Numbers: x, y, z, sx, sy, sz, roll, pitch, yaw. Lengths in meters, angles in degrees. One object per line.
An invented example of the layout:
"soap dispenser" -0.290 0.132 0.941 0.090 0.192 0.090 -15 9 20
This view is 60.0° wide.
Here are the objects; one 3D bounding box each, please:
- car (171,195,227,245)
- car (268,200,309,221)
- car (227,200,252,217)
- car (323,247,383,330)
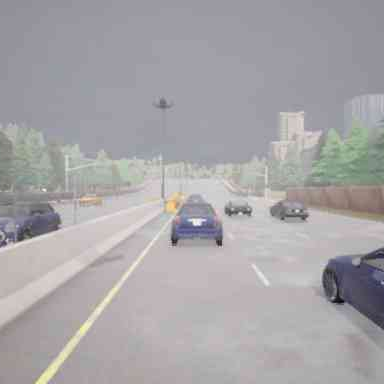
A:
"car" 0.207 1.218 15.034 2.097 1.767 4.553 0 0 0
"car" 7.285 1.349 25.439 2.033 1.411 5.357 0 0 0
"car" 3.806 1.364 28.189 1.895 1.301 4.718 0 0 0
"car" 3.632 1.494 5.027 1.812 1.442 4.674 0 1 0
